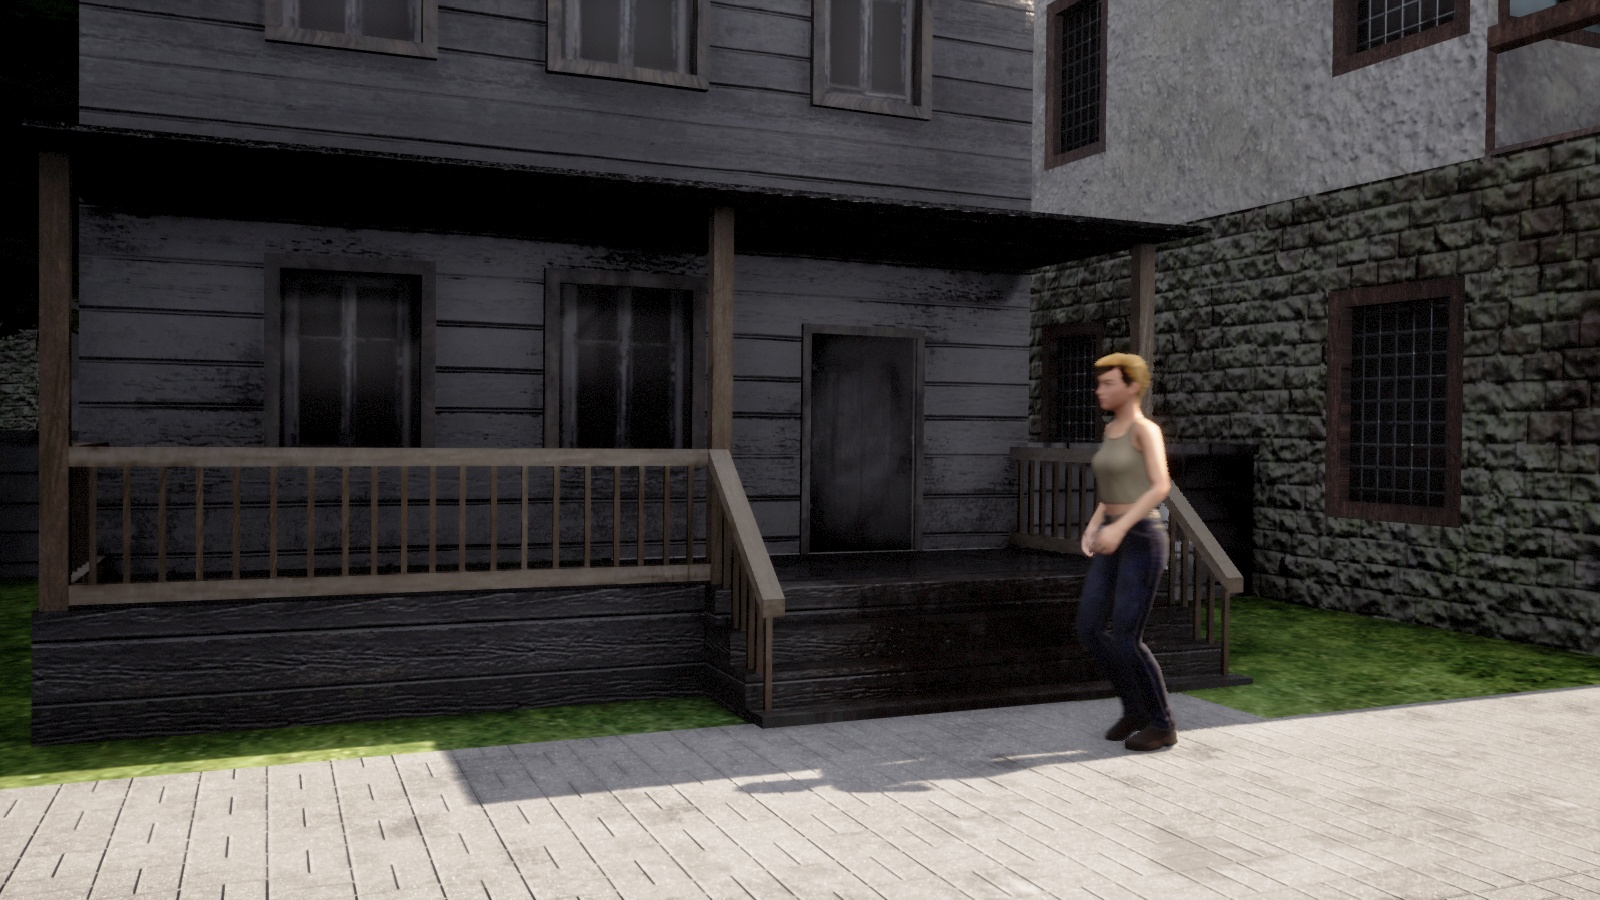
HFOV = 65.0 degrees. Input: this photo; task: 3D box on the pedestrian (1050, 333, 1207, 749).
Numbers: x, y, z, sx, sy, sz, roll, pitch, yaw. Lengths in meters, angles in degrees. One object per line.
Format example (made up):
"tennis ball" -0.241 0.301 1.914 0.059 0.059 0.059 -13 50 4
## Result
"pedestrian" 1.499 0.398 5.757 0.594 1.836 0.345 -1 1 -11
